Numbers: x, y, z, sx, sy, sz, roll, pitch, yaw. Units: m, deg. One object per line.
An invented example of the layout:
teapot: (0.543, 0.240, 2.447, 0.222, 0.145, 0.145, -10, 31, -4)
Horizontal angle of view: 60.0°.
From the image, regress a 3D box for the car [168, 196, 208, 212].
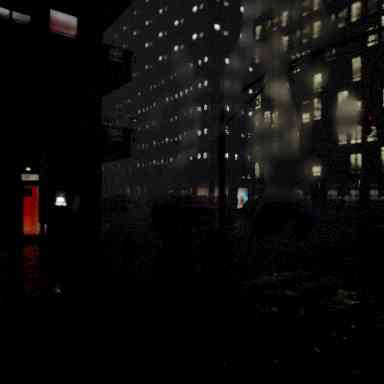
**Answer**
car: (-0.457, 1.217, 34.616, 1.947, 1.339, 4.313, 2, 0, -36)

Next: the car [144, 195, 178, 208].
car: (-3.719, 1.113, 39.103, 1.947, 1.339, 4.313, 2, 0, -36)

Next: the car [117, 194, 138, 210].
car: (-7.285, 1.017, 34.146, 2.128, 1.511, 4.902, 1, 1, -36)

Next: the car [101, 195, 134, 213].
car: (-7.198, 1.152, 29.637, 1.802, 1.307, 4.206, 2, 0, -36)

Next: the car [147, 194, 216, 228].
car: (-0.667, 1.093, 20.666, 2.192, 1.841, 5.009, 2, 0, -36)

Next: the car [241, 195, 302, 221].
car: (6.073, 1.174, 25.642, 2.192, 1.841, 5.009, 2, 0, -36)
